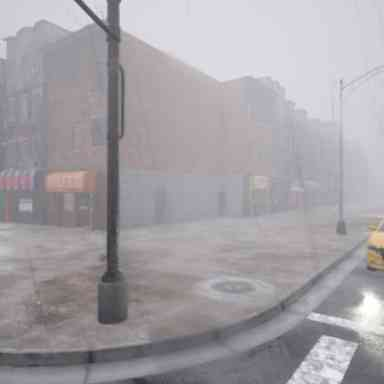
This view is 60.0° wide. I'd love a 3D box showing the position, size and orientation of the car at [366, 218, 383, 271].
[{"bbox_3d":[6.559,1.399,10.017,1.882,1.535,5.008,0,0,35],"label":"car"}]
